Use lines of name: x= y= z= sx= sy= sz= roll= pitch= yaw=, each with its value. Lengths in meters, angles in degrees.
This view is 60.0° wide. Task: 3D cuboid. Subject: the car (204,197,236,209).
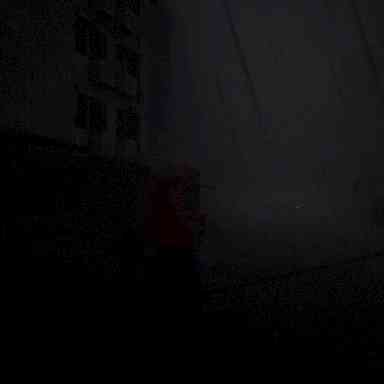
car: x=3.665 y=1.478 z=44.152 sx=1.882 sy=1.535 sz=5.008 roll=0 pitch=0 yaw=-36

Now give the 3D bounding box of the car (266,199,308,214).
car: x=9.984 y=1.526 z=35.329 sx=1.812 sy=1.442 sz=4.674 roll=0 pitch=0 yaw=-36
